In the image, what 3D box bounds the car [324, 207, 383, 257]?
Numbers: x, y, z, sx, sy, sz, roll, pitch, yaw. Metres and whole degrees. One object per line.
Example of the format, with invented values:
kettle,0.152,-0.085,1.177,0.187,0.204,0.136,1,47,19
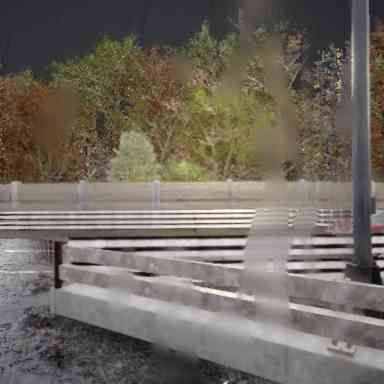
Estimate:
car,7.219,1.336,12.158,4.553,1.767,2.097,0,0,-6
